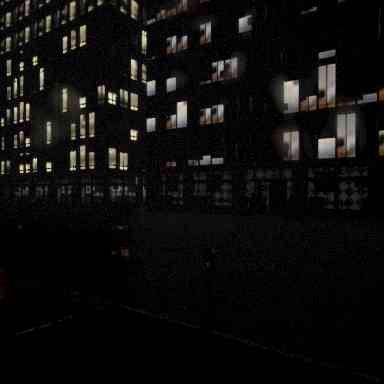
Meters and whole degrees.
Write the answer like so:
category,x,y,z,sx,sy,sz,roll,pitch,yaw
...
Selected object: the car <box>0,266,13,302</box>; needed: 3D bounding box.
category,x,y,z,sx,sy,sz,roll,pitch,yaw
car,-5.549,1.526,6.846,4.829,1.417,1.752,0,0,36
